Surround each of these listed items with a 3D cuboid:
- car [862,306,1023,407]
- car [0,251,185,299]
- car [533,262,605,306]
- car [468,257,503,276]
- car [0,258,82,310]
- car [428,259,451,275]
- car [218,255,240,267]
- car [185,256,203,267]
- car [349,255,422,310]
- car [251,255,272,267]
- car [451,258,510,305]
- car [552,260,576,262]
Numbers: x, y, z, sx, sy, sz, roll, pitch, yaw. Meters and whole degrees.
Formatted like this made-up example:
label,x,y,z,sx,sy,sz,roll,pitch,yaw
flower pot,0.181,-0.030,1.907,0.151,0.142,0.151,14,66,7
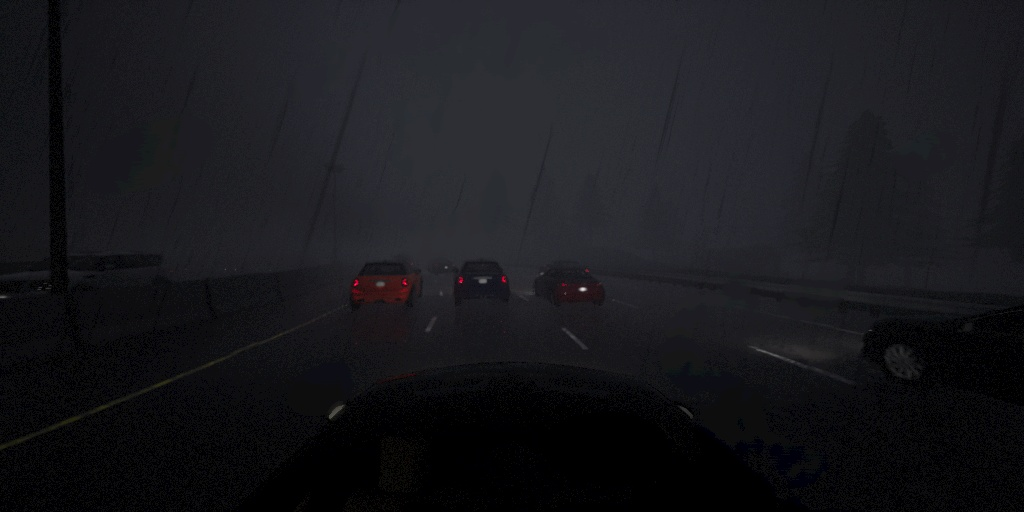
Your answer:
label,x,y,z,sx,sy,sz,roll,pitch,yaw
car,6.773,1.212,3.896,1.837,1.490,4.892,0,1,-2
car,-15.311,0.846,13.118,2.150,2.045,5.566,0,1,-11
car,2.196,1.134,14.753,1.994,1.385,4.181,0,1,-9
car,-2.469,0.873,31.979,1.812,1.442,4.674,0,1,-21
car,-18.887,0.988,12.827,2.097,1.767,4.553,0,1,-12
car,-6.309,0.915,32.204,1.994,1.385,4.181,0,1,-21
car,-38.263,0.685,48.402,4.902,1.511,2.128,1,1,44
car,-42.848,0.735,47.928,4.674,1.442,1.812,1,1,41
car,-4.763,0.943,14.145,2.097,1.767,4.553,0,1,-9
car,-35.072,0.666,50.211,4.892,1.490,1.837,1,1,45
car,-1.420,0.922,15.261,2.097,1.767,4.553,0,1,-9
car,3.559,0.974,25.212,2.033,1.411,5.357,0,1,-16
